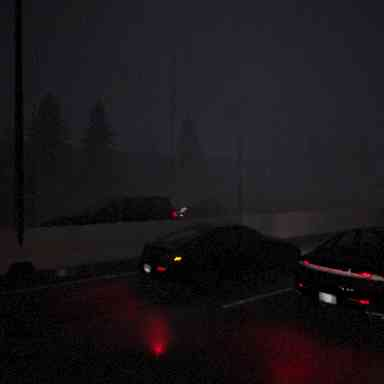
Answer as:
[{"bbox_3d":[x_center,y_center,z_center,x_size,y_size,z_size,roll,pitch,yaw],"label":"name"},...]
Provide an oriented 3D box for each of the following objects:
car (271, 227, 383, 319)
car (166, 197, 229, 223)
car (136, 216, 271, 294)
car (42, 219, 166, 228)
[{"bbox_3d":[4.126,1.457,6.686,4.902,1.511,2.128,0,0,-35],"label":"car"},{"bbox_3d":[0.461,1.278,25.808,4.553,1.767,2.097,0,0,-35],"label":"car"},{"bbox_3d":[0.891,1.498,8.678,4.674,1.442,1.812,0,0,-35],"label":"car"},{"bbox_3d":[-3.249,1.196,14.570,5.566,2.045,2.150,0,0,-35],"label":"car"}]
